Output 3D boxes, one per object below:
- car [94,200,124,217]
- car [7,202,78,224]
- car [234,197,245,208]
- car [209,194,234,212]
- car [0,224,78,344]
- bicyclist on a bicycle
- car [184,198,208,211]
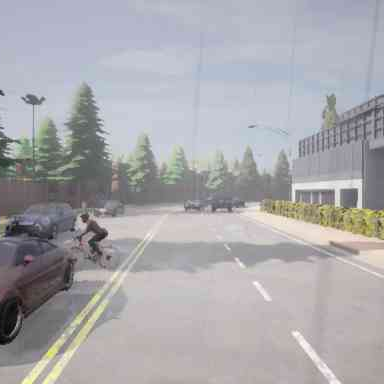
[{"bbox_3d":[-7.651,1.490,31.123,2.128,1.511,4.902,0,0,1],"label":"car"},{"bbox_3d":[-7.483,1.351,16.995,2.097,1.767,4.553,0,0,-1],"label":"car"},{"bbox_3d":[6.245,1.491,48.136,2.128,1.511,4.902,0,0,25],"label":"car"},{"bbox_3d":[3.465,1.221,38.142,2.150,2.045,5.566,0,0,7],"label":"car"},{"bbox_3d":[-3.725,1.563,6.215,1.994,1.385,4.181,0,0,-2],"label":"car"},{"bbox_3d":[-2.926,1.454,9.643,1.656,1.620,0.582,-1,0,-1],"label":"bicyclist on a bicycle"},{"bbox_3d":[0.362,1.601,40.361,1.895,1.301,4.718,0,0,10],"label":"car"}]
